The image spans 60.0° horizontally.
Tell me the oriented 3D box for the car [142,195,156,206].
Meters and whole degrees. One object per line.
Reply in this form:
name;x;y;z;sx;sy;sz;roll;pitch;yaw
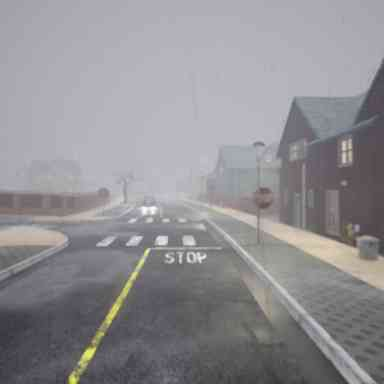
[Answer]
car;-5.797;1.102;44.888;2.128;1.511;4.902;0;1;-8
